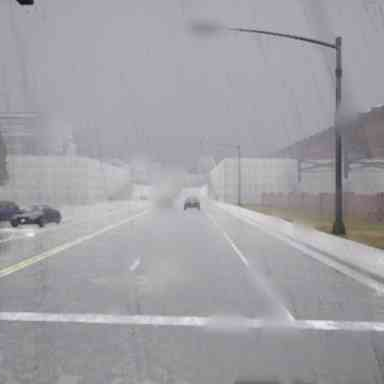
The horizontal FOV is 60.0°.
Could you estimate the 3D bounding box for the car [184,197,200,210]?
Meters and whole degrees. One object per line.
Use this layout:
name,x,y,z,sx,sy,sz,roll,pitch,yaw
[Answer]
car,0.036,1.417,44.511,2.097,1.767,4.553,0,0,0

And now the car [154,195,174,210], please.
car,-3.463,1.558,44.720,2.128,1.511,4.902,0,0,0

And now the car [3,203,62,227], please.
car,-10.550,1.597,22.748,1.994,1.385,4.181,0,0,0

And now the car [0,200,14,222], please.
car,-14.037,1.386,23.425,2.097,1.767,4.553,0,0,0
